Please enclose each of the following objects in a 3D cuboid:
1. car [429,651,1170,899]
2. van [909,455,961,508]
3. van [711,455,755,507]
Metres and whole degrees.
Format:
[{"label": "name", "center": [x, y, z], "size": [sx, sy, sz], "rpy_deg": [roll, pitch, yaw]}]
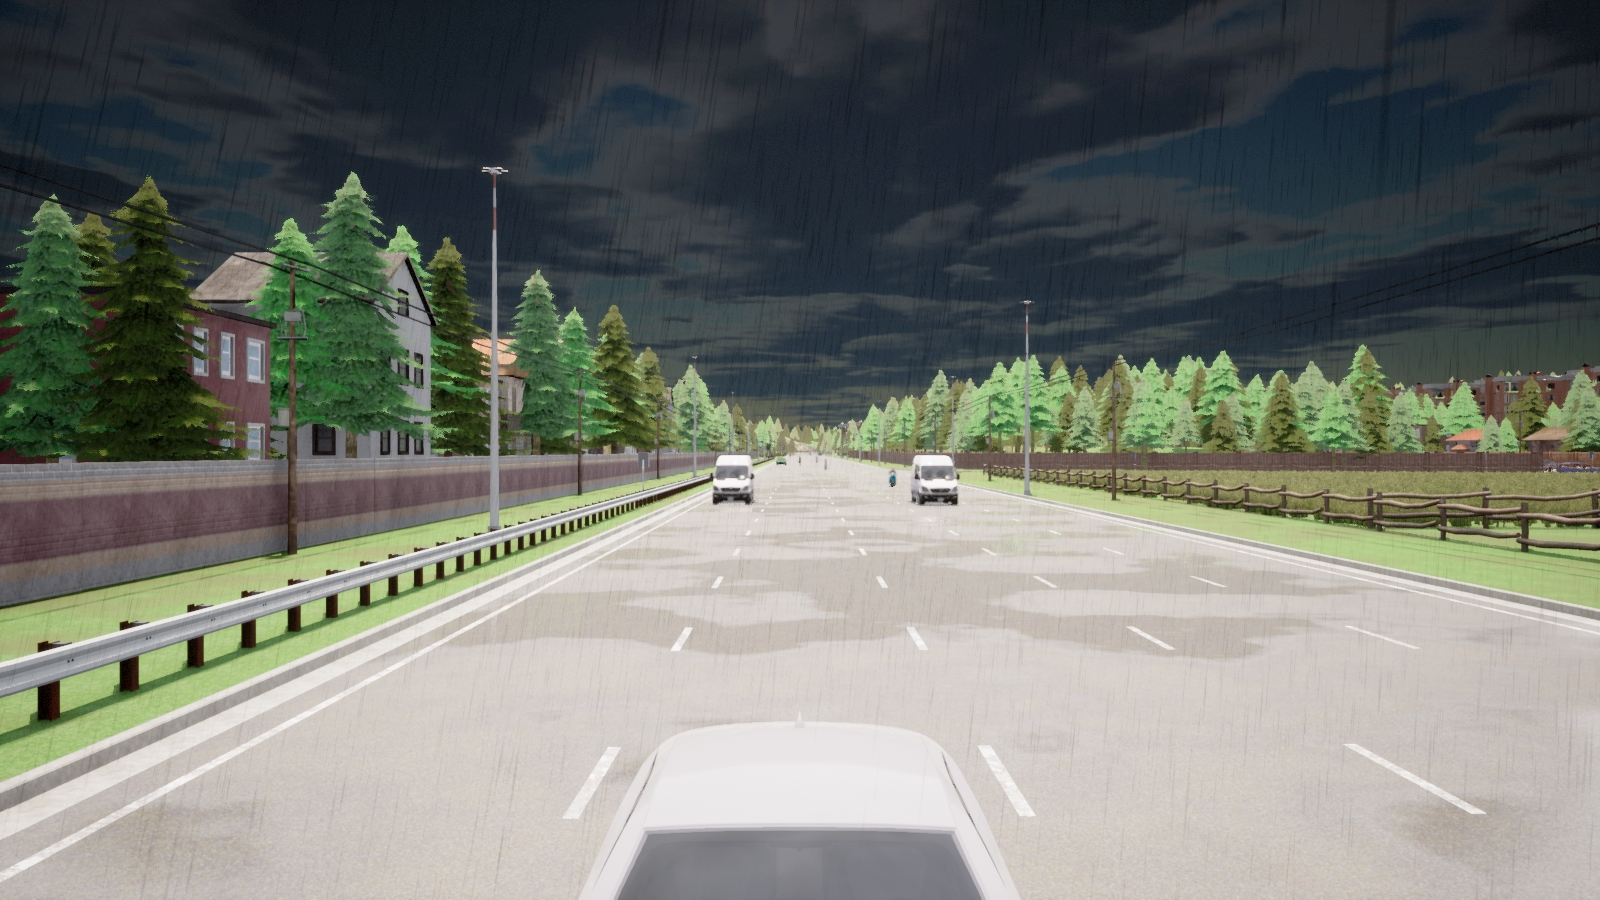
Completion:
[{"label": "car", "center": [-0.001, 2.038, 4.685], "size": [2.097, 1.535, 5.006], "rpy_deg": [0, 0, 0]}, {"label": "van", "center": [6.988, 1.572, 59.683], "size": [1.988, 2.561, 5.915], "rpy_deg": [0, 0, 0]}, {"label": "van", "center": [-3.511, 1.573, 60.621], "size": [1.988, 2.561, 5.915], "rpy_deg": [0, 0, 0]}]
